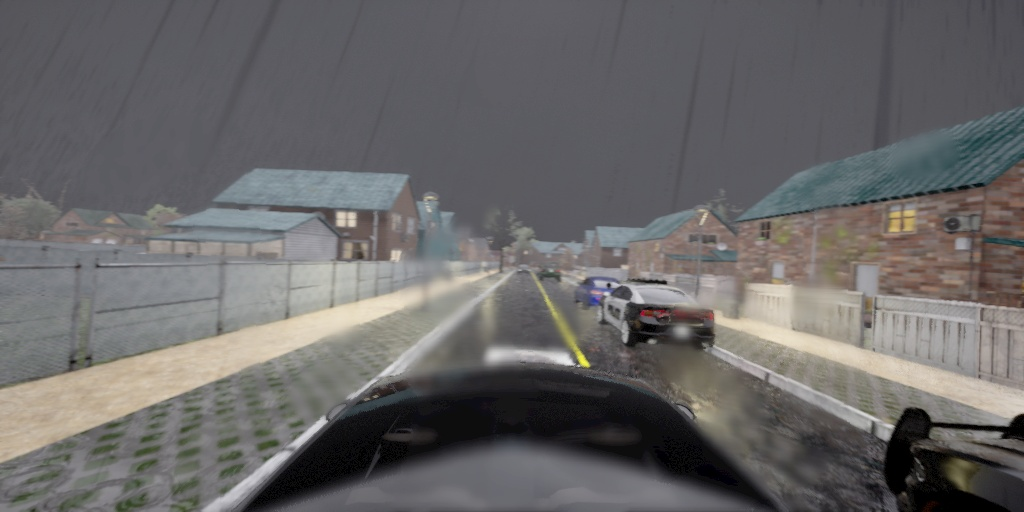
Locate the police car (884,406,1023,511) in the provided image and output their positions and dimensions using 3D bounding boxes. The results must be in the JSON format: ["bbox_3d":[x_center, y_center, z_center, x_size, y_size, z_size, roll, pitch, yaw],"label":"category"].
[{"bbox_3d":[3.414,1.322,0.330,1.930,1.638,5.238,3,-1,2],"label":"police car"}]

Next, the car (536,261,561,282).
[{"bbox_3d":[4.013,1.617,38.171,2.150,2.045,5.566,3,-1,3],"label":"car"}]

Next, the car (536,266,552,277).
[{"bbox_3d":[4.425,2.157,50.716,1.994,1.385,4.181,3,-1,2],"label":"car"}]

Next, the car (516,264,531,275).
[{"bbox_3d":[1.770,2.008,53.254,1.837,1.490,4.892,3,-1,2],"label":"car"}]

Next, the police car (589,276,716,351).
[{"bbox_3d":[3.780,1.456,10.325,1.930,1.638,5.238,3,-1,2],"label":"police car"}]

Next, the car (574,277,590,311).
[{"bbox_3d":[3.991,1.637,16.210,1.812,1.442,4.674,3,-1,2],"label":"car"}]
